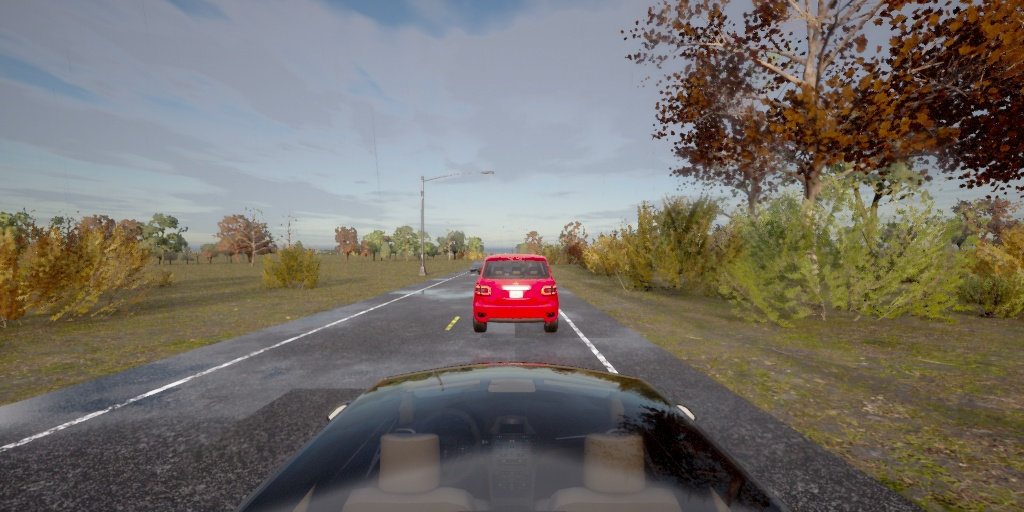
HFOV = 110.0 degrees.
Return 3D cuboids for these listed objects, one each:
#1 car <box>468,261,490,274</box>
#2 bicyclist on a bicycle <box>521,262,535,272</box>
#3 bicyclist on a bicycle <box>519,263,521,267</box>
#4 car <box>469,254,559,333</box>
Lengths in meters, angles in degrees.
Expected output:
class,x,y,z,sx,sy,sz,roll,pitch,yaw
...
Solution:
class,x,y,z,sx,sy,sz,roll,pitch,yaw
car,-3.771,1.285,41.586,2.033,1.411,5.357,0,0,0
bicyclist on a bicycle,0.932,1.114,18.614,0.659,1.776,1.843,0,0,0
bicyclist on a bicycle,0.887,1.111,28.627,0.659,1.776,1.843,0,0,0
car,0.086,0.968,10.907,2.150,2.045,5.566,0,0,0
